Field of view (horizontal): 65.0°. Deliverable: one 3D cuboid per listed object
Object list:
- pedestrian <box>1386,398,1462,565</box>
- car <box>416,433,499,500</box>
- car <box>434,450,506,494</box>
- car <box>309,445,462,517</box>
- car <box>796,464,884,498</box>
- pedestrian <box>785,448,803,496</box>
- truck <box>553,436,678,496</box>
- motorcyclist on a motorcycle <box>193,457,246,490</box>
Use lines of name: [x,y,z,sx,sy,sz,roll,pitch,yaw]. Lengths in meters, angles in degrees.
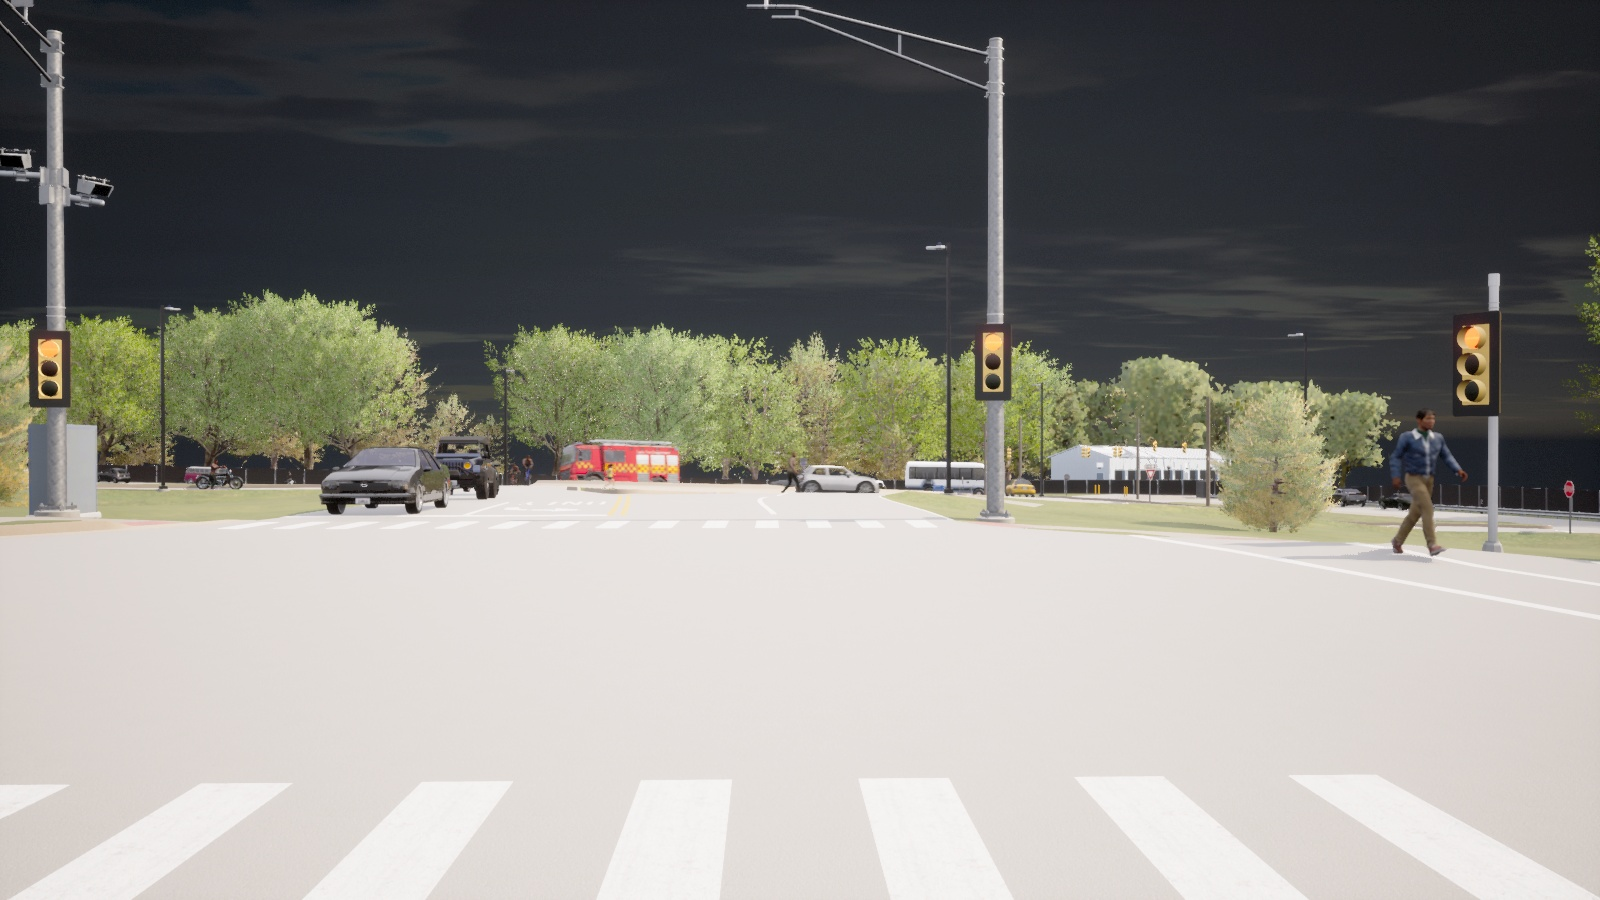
pedestrian: [7.495,0.368,15.106,0.423,1.949,0.788,0,1,-9]
car: [-10.076,0.493,37.225,1.905,1.878,3.866,0,-1,-8]
car: [-12.070,0.813,45.692,2.128,1.511,4.902,0,-1,-19]
car: [-8.879,0.613,27.407,2.033,1.411,5.357,0,0,-6]
car: [1.856,1.458,59.227,3.806,1.475,1.970,2,0,-8]
pedestrian: [-0.227,0.857,49.058,0.634,1.846,0.331,0,1,27]
truck: [-13.352,1.244,91.171,8.468,3.827,2.891,2,-8,-30]
motorcyclist on a motorcycle: [-30.050,1.225,65.022,2.350,1.649,0.766,0,1,-7]
